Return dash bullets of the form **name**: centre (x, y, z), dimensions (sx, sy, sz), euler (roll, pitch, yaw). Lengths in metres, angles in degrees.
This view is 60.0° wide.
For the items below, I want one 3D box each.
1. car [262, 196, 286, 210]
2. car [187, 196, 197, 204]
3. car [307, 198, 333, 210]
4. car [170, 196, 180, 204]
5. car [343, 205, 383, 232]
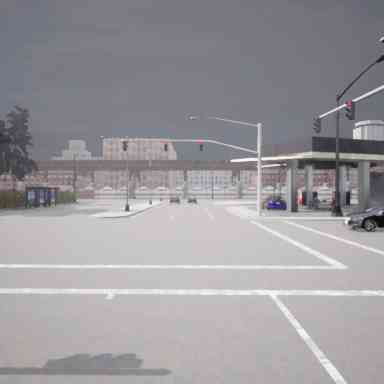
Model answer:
- **car**: centre (9.733, 1.295, 39.643), dimensions (2.242, 1.667, 4.611), euler (0, 0, 0)
- **car**: centre (0.037, 1.547, 64.324), dimensions (2.033, 1.411, 5.357), euler (0, 0, 0)
- **car**: centre (15.478, 1.456, 40.402), dimensions (1.970, 1.475, 3.806), euler (0, 0, 0)
- **car**: centre (-3.361, 1.491, 66.247), dimensions (2.128, 1.511, 4.902), euler (0, 0, 0)
- **car**: centre (11.445, 1.491, 19.458), dimensions (4.902, 1.511, 2.128), euler (0, 0, -1)
